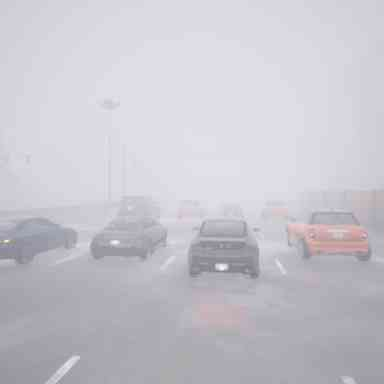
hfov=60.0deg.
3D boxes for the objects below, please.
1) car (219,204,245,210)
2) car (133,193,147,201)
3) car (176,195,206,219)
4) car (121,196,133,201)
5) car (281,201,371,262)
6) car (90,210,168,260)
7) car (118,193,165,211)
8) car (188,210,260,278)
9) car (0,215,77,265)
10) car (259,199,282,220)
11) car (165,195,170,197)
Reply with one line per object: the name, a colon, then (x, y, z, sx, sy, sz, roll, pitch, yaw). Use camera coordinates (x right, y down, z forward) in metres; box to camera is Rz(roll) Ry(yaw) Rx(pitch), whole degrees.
car: (3.034, 1.603, 25.447, 2.033, 1.411, 5.357, 0, 0, 8)
car: (-13.566, 1.347, 86.920, 2.150, 2.045, 5.566, 0, 0, 8)
car: (0.069, 1.419, 29.673, 2.097, 1.767, 4.553, 0, 0, 8)
car: (-17.032, 1.718, 87.401, 1.895, 1.301, 4.718, 0, 0, 8)
car: (4.859, 1.379, 12.516, 2.097, 1.767, 4.553, 0, 0, 8)
car: (-2.188, 1.591, 12.607, 1.994, 1.385, 4.181, 0, 0, 8)
car: (-3.969, 1.280, 25.915, 2.150, 2.045, 5.566, 0, 0, 8)
car: (1.030, 1.528, 10.285, 1.837, 1.490, 4.892, 0, 0, 8)
car: (-5.837, 1.552, 11.733, 1.812, 1.442, 4.674, 0, 0, 8)
car: (7.004, 1.417, 28.717, 2.097, 1.767, 4.553, 0, 0, 8)
car: (-6.627, 1.619, 85.992, 1.837, 1.490, 4.892, 0, 0, 8)
